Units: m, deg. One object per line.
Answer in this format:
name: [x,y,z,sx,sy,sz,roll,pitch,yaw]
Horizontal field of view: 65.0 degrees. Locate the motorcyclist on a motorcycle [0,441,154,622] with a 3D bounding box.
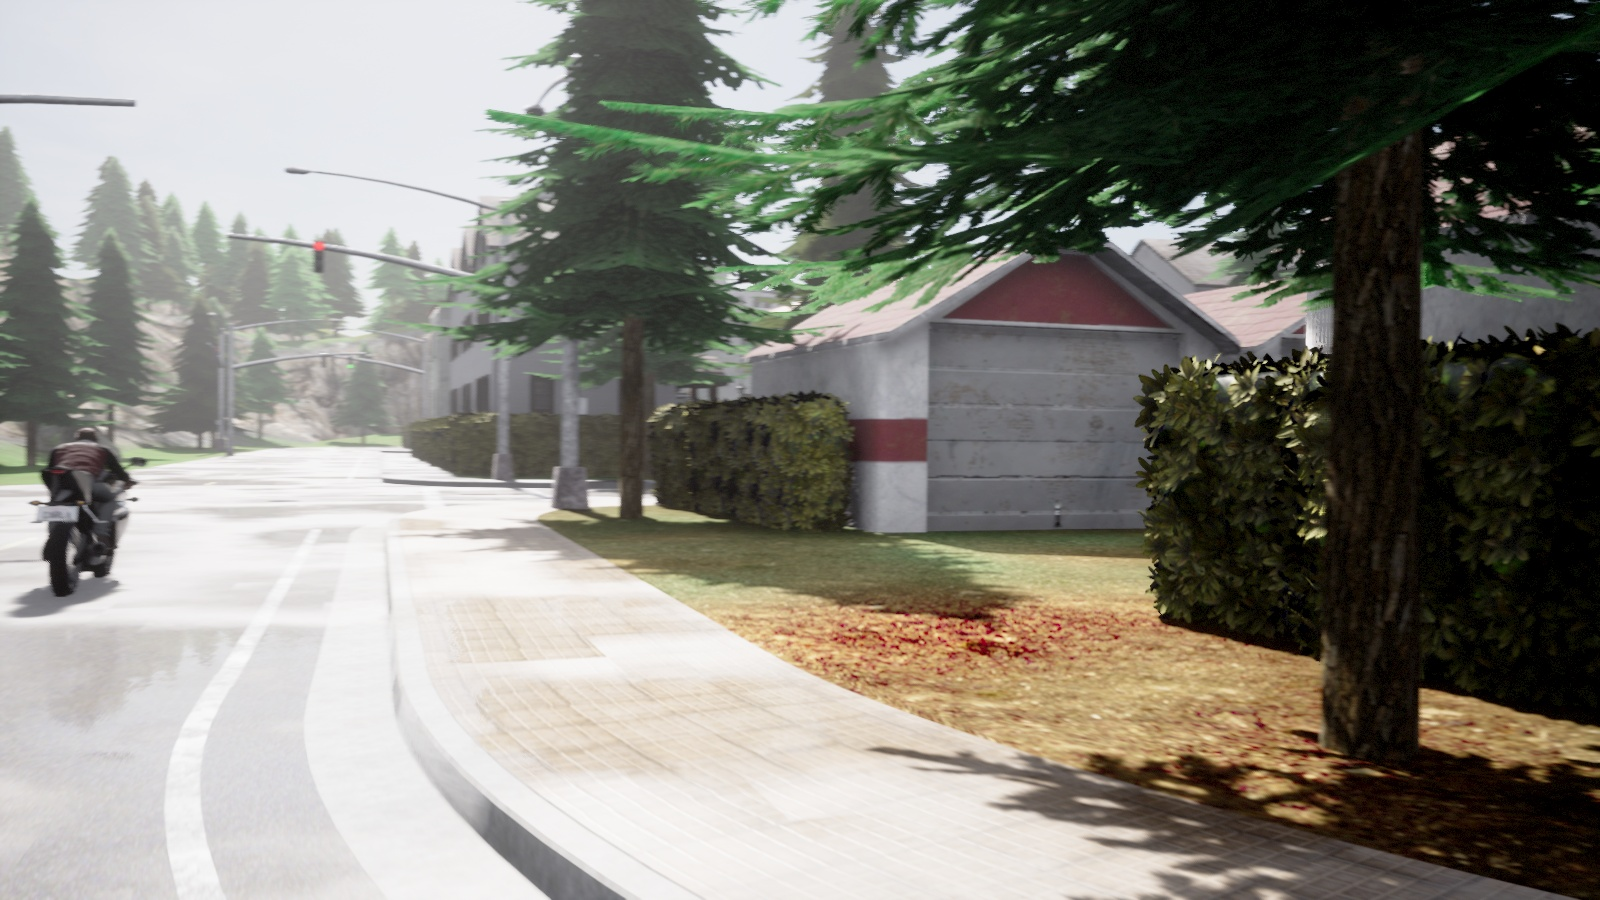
motorcyclist on a motorcycle: [-6.790,0.686,11.888,0.866,1.530,2.191,-1,1,-18]
